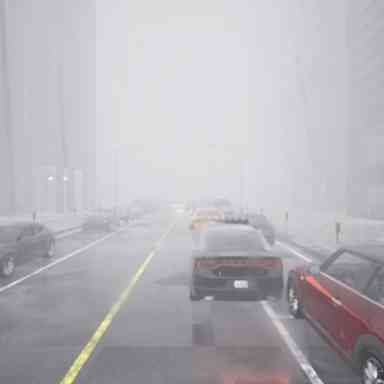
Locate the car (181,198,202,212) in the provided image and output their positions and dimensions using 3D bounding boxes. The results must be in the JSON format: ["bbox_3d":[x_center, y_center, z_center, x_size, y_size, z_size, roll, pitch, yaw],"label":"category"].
[{"bbox_3d":[-0.024,1.888,44.006,2.033,1.411,5.357,0,0,1],"label":"car"}]

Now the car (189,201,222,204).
[{"bbox_3d":[0.879,1.664,24.523,1.882,1.535,5.008,0,0,0],"label":"car"}]

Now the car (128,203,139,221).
[{"bbox_3d":[-5.785,1.789,27.215,1.802,1.307,4.206,0,0,0],"label":"car"}]

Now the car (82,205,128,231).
[{"bbox_3d":[-5.780,1.714,21.606,2.008,1.369,4.403,0,0,0],"label":"car"}]

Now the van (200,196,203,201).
[{"bbox_3d":[2.718,1.772,55.281,1.690,1.788,3.998,0,0,0],"label":"van"}]

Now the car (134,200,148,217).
[{"bbox_3d":[-5.789,1.776,32.655,1.752,1.417,4.829,0,0,0],"label":"car"}]

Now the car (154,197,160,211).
[{"bbox_3d":[-5.798,1.781,44.044,1.967,1.590,4.097,0,0,0],"label":"car"}]

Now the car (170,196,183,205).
[{"bbox_3d":[-3.058,2.050,70.963,2.128,1.511,4.902,0,0,0],"label":"car"}]

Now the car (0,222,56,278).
[{"bbox_3d":[-5.771,1.644,10.387,1.947,1.339,4.313,0,0,0],"label":"car"}]

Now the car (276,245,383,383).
[{"bbox_3d":[2.759,1.476,4.800,1.967,1.590,4.097,0,0,0],"label":"car"}]

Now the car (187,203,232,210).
[{"bbox_3d":[0.836,1.619,18.516,1.882,1.535,5.008,0,0,-1],"label":"car"}]

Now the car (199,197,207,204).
[{"bbox_3d":[2.695,2.100,83.325,1.967,1.590,4.097,0,0,0],"label":"car"}]

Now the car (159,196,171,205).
[{"bbox_3d":[-5.821,1.883,72.092,2.192,1.841,5.009,0,0,0],"label":"car"}]

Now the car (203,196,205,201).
[{"bbox_3d":[2.731,1.611,38.455,2.192,1.841,5.009,0,0,0],"label":"car"}]

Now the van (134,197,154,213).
[{"bbox_3d":[-5.794,1.638,38.436,1.690,1.788,3.998,0,0,0],"label":"van"}]

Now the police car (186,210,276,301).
[{"bbox_3d":[0.892,1.490,8.634,1.930,1.638,5.238,0,0,0],"label":"police car"}]

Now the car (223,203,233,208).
[{"bbox_3d":[2.740,1.789,27.235,1.802,1.307,4.206,0,0,0],"label":"car"}]

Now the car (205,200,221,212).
[{"bbox_3d":[2.727,1.868,44.232,1.752,1.417,4.829,0,0,0],"label":"car"}]

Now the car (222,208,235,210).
[{"bbox_3d":[2.749,1.686,16.017,1.947,1.339,4.313,0,0,0],"label":"car"}]

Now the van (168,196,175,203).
[{"bbox_3d":[-5.839,2.093,94.529,1.690,1.788,3.998,0,0,0],"label":"van"}]

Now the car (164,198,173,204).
[{"bbox_3d":[-5.830,2.210,83.308,2.008,1.369,4.403,0,0,0],"label":"car"}]

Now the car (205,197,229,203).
[{"bbox_3d":[2.736,1.567,32.846,2.192,1.841,5.009,0,0,0],"label":"car"}]

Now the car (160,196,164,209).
[{"bbox_3d":[-5.803,1.701,49.654,2.192,1.841,5.009,0,0,0],"label":"car"}]

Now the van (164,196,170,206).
[{"bbox_3d":[-5.816,1.863,66.482,1.690,1.788,3.998,0,0,0],"label":"van"}]
